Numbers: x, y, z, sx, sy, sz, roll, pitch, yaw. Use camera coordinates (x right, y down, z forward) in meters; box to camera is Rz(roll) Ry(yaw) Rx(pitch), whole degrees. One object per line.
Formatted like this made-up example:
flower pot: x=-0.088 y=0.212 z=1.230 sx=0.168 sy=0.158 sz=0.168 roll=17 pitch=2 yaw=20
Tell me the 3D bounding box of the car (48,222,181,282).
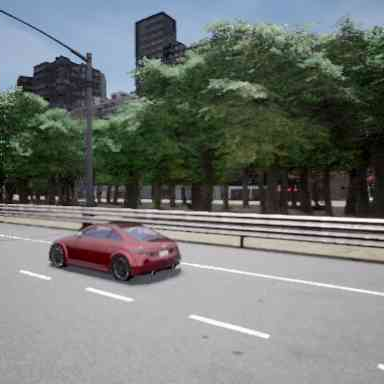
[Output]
car: x=-2.369 y=1.579 z=9.860 sx=4.181 sy=1.385 sz=1.994 roll=0 pitch=0 yaw=36
